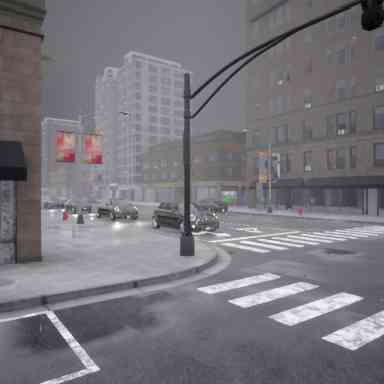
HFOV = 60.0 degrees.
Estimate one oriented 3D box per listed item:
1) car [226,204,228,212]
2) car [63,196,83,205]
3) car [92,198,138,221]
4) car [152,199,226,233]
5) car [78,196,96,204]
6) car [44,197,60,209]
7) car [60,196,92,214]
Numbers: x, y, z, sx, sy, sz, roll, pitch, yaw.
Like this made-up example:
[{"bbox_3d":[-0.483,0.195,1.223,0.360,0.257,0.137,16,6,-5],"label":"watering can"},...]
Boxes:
[{"bbox_3d":[1.565,1.458,33.479,1.837,1.490,4.892,0,1,-36],"label":"car"},{"bbox_3d":[-21.379,1.450,59.665,2.033,1.411,5.357,0,0,-36],"label":"car"},{"bbox_3d":[-6.156,1.317,27.175,2.097,1.767,4.553,0,0,-36],"label":"car"},{"bbox_3d":[-0.471,1.332,19.316,2.097,1.767,4.553,0,0,-36],"label":"car"},{"bbox_3d":[-20.084,1.458,63.404,1.994,1.385,4.181,0,0,-36],"label":"car"},{"bbox_3d":[-18.278,1.439,44.015,1.837,1.490,4.892,0,0,-35],"label":"car"},{"bbox_3d":[-12.216,1.454,35.568,1.837,1.490,4.892,0,0,-36],"label":"car"}]
